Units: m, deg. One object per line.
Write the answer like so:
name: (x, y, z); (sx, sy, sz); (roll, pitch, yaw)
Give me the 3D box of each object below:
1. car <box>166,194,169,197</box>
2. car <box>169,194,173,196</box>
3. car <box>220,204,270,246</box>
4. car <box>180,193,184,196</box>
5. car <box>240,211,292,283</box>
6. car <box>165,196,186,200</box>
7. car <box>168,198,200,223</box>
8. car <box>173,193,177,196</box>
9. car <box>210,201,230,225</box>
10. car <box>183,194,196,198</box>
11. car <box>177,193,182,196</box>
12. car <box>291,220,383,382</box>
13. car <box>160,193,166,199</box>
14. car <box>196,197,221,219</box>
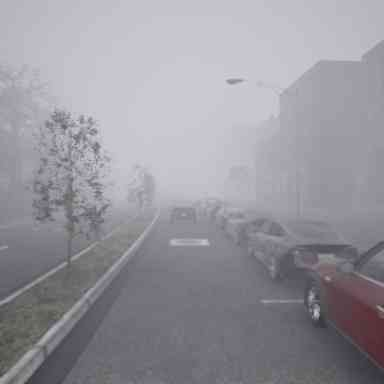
car: (-3.902, 1.358, 76.181); (2.231, 1.521, 4.892); (0, 0, -11)
car: (-2.882, 1.136, 70.726); (2.435, 2.045, 5.566); (0, 0, -10)
car: (2.778, 1.517, 15.423); (2.163, 1.488, 4.792); (0, 0, -2)
car: (-0.353, 1.447, 54.193); (2.097, 1.535, 5.008); (0, 0, -7)
car: (2.947, 1.517, 9.740); (2.163, 1.488, 4.792); (0, 0, -1)
car: (-2.097, 1.579, 42.927); (1.895, 1.301, 4.718); (0, 0, -6)
car: (-0.708, 1.476, 25.576); (1.882, 1.535, 5.008); (0, 0, -3)
car: (-1.962, 1.409, 65.396); (1.946, 1.575, 5.366); (0, 0, -9)
car: (2.542, 1.527, 20.946); (2.002, 1.452, 4.674); (0, 0, -3)
car: (0.297, 1.457, 48.663); (2.097, 1.535, 5.008); (0, 0, -6)
car: (-1.121, 1.429, 59.895); (1.946, 1.575, 5.366); (0, 0, -8)
car: (3.057, 1.360, 4.119); (2.185, 1.767, 4.553); (1, 0, 0)
car: (-6.354, 1.275, 87.237); (1.946, 1.575, 5.366); (0, 0, -13)
car: (1.871, 1.354, 32.029); (2.185, 1.767, 4.553); (0, 0, -4)
